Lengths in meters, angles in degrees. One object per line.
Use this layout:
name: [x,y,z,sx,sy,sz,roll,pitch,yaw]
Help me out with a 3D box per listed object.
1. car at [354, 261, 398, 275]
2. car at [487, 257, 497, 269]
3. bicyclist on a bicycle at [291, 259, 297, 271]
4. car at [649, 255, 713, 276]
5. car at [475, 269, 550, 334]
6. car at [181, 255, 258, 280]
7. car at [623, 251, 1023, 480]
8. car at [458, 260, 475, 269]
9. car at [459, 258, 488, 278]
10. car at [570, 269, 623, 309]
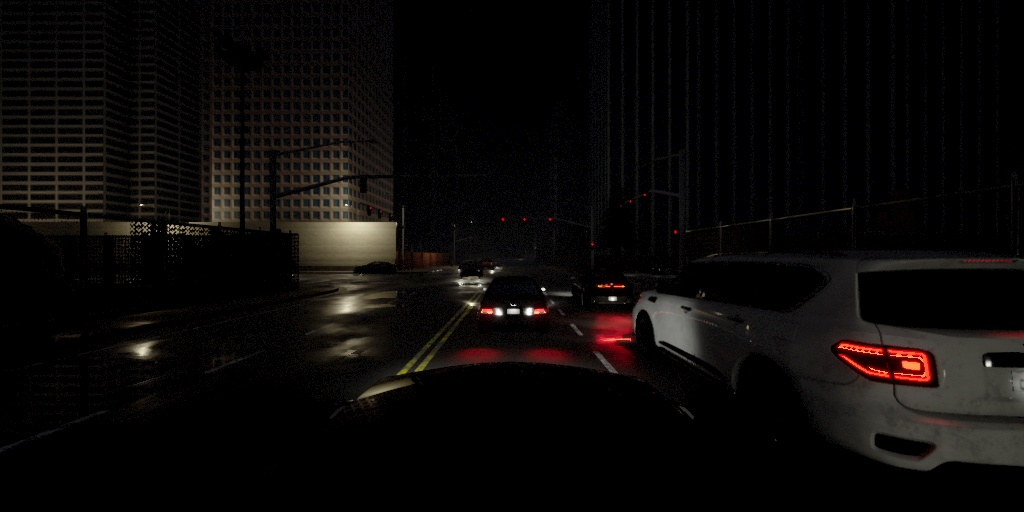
car: [-14.082,1.258,37.265,4.181,1.385,1.994,0,0,-9]
car: [-3.597,1.101,51.128,2.097,1.767,4.553,0,0,0]
bicyclist on a bicycle: [-25.578,0.995,41.753,0.582,1.620,1.656,0,0,0]
car: [17.303,0.913,36.883,5.566,2.045,2.150,0,0,0]
car: [0.055,1.297,10.600,2.033,1.411,5.357,0,0,1]
car: [-24.085,0.916,29.768,5.566,2.045,2.150,0,0,0]
car: [3.601,0.970,5.162,2.150,2.045,5.566,0,0,0]
car: [-7.098,1.297,56.398,2.033,1.411,5.357,0,0,0]
car: [-3.602,1.199,32.977,1.882,1.535,5.008,0,0,0]
car: [3.636,1.255,15.026,1.837,1.490,4.892,0,0,2]
